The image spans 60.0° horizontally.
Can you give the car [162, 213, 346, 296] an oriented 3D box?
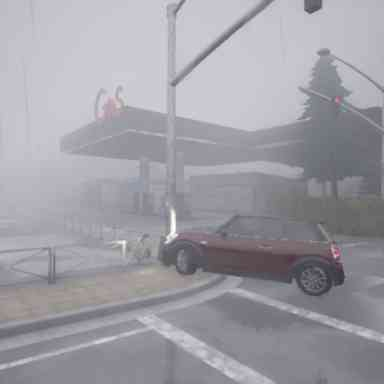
[{"bbox_3d":[1.519,1.320,8.733,4.553,1.767,2.097,3,0,21],"label":"car"}]
